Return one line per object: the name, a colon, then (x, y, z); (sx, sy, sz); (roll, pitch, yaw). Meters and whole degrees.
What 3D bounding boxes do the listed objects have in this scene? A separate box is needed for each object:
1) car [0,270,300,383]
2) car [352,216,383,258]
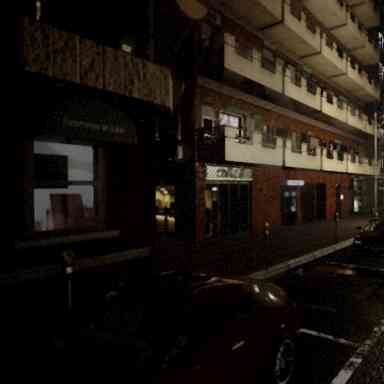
car: (-0.324, 1.581, 3.399); (1.802, 1.307, 4.206); (-1, -1, 41)
car: (7.067, 1.541, 11.820); (2.008, 1.369, 4.403); (-1, -1, 41)
